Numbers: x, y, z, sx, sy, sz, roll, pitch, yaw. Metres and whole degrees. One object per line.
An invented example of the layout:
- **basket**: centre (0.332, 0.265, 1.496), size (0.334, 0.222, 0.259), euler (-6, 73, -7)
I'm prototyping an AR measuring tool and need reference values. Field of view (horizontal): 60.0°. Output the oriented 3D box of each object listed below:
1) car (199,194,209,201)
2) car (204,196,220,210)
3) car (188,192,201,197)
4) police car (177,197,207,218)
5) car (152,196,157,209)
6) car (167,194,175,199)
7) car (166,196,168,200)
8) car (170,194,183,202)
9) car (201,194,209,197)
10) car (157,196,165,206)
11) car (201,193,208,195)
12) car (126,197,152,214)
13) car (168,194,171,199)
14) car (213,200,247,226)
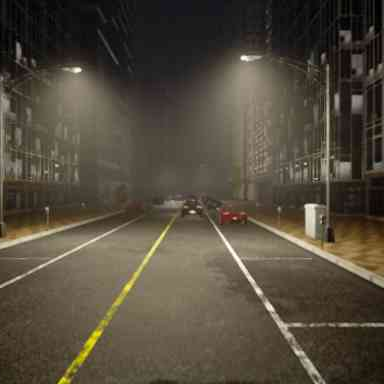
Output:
- **car**: centre (2.704, 1.222, 74.276), size (1.967, 1.590, 4.097), euler (0, 0, 0)
- **car**: centre (2.698, 1.465, 40.123), size (1.947, 1.339, 4.313), euler (0, 0, 0)
- **car**: centre (0.010, 1.221, 57.383), size (2.097, 1.767, 4.553), euler (0, 0, 0)
- **police car**: centre (0.021, 1.460, 29.790), size (2.038, 1.542, 4.974), euler (0, 0, 0)
- **car**: centre (-5.683, 1.481, 40.132), size (1.802, 1.307, 4.206), euler (0, 0, 0)
- **car**: centre (-5.674, 1.263, 91.366), size (2.008, 1.369, 4.403), euler (0, 0, 0)
- **car**: centre (-5.680, 1.410, 57.209), size (1.947, 1.339, 4.313), euler (0, 0, 0)
- **car**: centre (-2.989, 1.299, 71.994), size (2.128, 1.511, 4.902), euler (0, 0, 0)
- **car**: centre (2.700, 1.428, 51.507), size (1.947, 1.339, 4.313), euler (0, 0, 0)
- **car**: centre (-5.680, 1.408, 51.517), size (1.887, 1.381, 4.507), euler (0, 0, 0)
- **car**: centre (2.702, 1.390, 62.891), size (1.947, 1.339, 4.313), euler (0, 0, 0)
- **car**: centre (-5.683, 1.461, 34.438), size (1.887, 1.381, 4.507), euler (0, 0, 0)
- **car**: centre (-5.675, 1.262, 85.502), size (1.752, 1.417, 4.829), euler (0, 0, 0)
- **car**: centre (2.695, 1.493, 23.046), size (1.887, 1.381, 4.507), euler (0, 0, 0)
